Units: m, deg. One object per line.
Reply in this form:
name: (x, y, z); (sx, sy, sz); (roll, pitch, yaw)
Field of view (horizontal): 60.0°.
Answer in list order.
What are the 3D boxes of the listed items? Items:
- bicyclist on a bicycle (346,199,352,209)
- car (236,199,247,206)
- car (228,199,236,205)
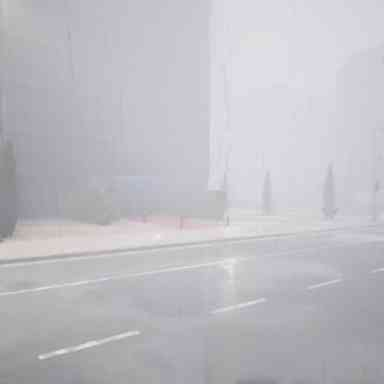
bicyclist on a bicycle: (24.673, 1.858, 52.352); (1.656, 1.620, 0.582); (0, 0, -35)
car: (8.701, 2.107, 66.722); (1.895, 1.301, 4.718); (1, 0, -35)
car: (5.685, 1.960, 64.933); (2.128, 1.511, 4.902); (1, 0, -35)
